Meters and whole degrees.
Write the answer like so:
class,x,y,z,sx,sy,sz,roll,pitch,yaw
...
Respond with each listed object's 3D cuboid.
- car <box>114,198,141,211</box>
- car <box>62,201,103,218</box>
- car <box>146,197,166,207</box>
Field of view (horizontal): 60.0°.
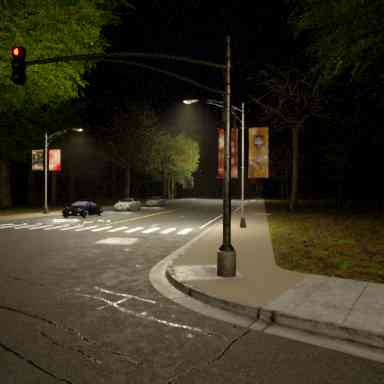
class,x,y,z,sx,sy,sz,roll,pitch,yaw
car,-7.367,1.428,38.765,1.812,1.442,4.674,0,0,12
car,-9.439,1.488,28.921,1.994,1.385,4.181,0,0,13
car,-5.249,1.406,48.765,1.812,1.442,4.674,0,0,12
